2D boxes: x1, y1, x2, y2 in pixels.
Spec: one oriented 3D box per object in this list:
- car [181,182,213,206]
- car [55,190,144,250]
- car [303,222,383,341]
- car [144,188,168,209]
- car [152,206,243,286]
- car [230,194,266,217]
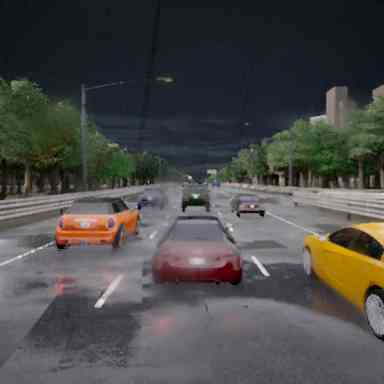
[{"bbox_3d":[0.309,0.379,27.014,2.150,2.045,5.566,0,2,1],"label":"car"},{"bbox_3d":[-3.315,0.973,12.557,2.097,1.767,4.553,0,2,1],"label":"car"},{"bbox_3d":[3.601,1.294,6.157,1.882,1.535,5.008,0,2,1],"label":"car"},{"bbox_3d":[-3.187,0.484,27.737,2.097,1.767,4.553,0,2,1],"label":"car"},{"bbox_3d":[0.138,1.303,8.700,1.994,1.385,4.181,0,2,1],"label":"car"},{"bbox_3d":[3.751,0.847,22.960,2.033,1.411,5.357,0,2,1],"label":"car"}]
